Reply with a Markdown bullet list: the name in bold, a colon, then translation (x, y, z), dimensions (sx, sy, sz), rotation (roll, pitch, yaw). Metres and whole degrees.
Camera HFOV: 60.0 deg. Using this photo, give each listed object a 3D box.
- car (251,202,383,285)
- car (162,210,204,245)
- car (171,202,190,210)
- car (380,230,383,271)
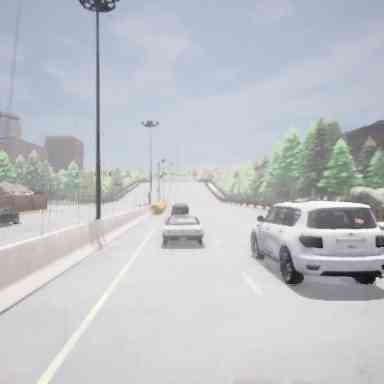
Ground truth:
- **car**: translation (3.339, 1.304, 9.923), dimensions (2.150, 2.045, 5.566), rotation (0, -1, -3)
- **car**: translation (-0.470, 1.788, 16.711), dimensions (1.895, 1.301, 4.718), rotation (0, -1, -2)
- **car**: translation (-1.257, 1.883, 36.198), dimensions (1.882, 1.535, 5.008), rotation (0, -1, -2)
- **car**: translation (7.003, 1.578, 7.537), dimensions (2.033, 1.411, 5.357), rotation (0, -1, -4)
